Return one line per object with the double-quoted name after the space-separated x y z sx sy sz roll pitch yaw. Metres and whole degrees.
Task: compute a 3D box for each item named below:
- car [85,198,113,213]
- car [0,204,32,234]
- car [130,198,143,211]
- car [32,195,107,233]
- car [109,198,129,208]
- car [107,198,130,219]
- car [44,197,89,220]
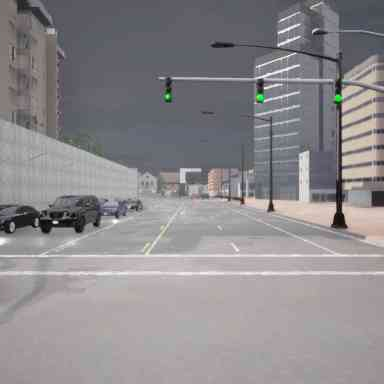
-10.618 1.505 38.321 1.837 1.490 4.892 0 0 0 "car"
-10.612 1.505 19.435 1.837 1.490 4.892 0 0 0 "car"
-7.116 1.491 40.051 2.128 1.511 4.902 0 0 0 "car"
-7.109 1.221 20.068 2.150 2.045 5.566 0 0 0 "car"
-10.586 1.601 48.381 1.895 1.301 4.718 0 0 0 "car"
-7.117 1.526 29.708 1.812 1.442 4.674 0 0 0 "car"
-10.618 1.352 28.503 2.097 1.767 4.553 0 0 0 "car"
